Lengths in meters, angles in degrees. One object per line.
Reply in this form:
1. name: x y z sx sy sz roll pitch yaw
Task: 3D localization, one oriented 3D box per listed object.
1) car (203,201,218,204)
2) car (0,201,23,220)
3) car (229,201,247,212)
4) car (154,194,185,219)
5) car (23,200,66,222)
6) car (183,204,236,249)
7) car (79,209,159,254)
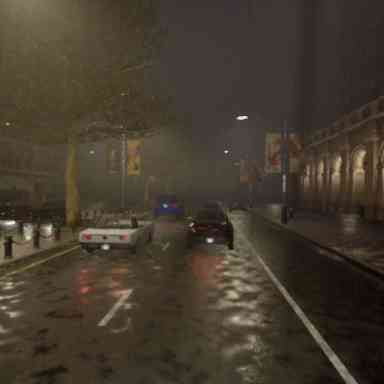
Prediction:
1. car: 1.711 1.556 30.607 1.812 1.442 4.674 1 0 3
2. car: -13.697 1.408 26.318 1.994 1.385 4.181 1 0 4
3. car: 5.381 1.673 39.417 1.895 1.301 4.718 1 0 3
4. car: -1.898 1.210 28.844 2.150 2.045 5.566 1 0 4
5. car: -10.263 1.363 25.101 1.882 1.535 5.008 1 0 3
6. car: 0.825 1.521 14.733 1.837 1.490 4.892 1 0 4
7. car: -2.763 1.572 13.407 1.895 1.301 4.718 1 0 4
